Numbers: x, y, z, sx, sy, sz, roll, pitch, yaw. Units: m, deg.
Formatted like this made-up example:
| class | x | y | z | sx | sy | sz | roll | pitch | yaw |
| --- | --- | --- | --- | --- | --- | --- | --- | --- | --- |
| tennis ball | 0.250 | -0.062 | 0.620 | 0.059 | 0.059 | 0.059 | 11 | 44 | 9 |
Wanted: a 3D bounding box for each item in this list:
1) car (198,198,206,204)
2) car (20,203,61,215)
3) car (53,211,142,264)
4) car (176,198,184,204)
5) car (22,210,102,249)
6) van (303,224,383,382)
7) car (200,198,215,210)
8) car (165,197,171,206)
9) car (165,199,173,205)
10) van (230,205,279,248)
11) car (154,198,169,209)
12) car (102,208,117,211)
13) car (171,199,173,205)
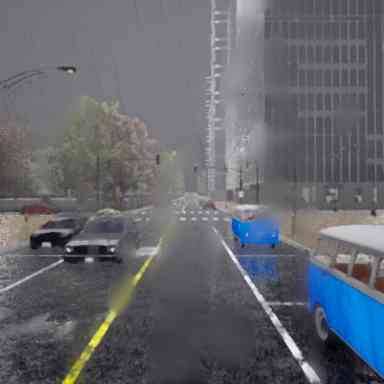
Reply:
| class | x | y | z | sx | sy | sz | roll | pitch | yaw |
| --- | --- | --- | --- | --- | --- | --- | --- | --- | --- |
| car | 2.732 | 2.379 | 87.562 | 1.967 | 1.590 | 4.097 | 0 | -1 | 0 |
| car | -16.862 | 1.900 | 37.099 | 4.181 | 1.385 | 1.994 | 0 | -1 | 1 |
| car | -3.089 | 1.692 | 12.679 | 2.033 | 1.411 | 5.357 | 0 | -1 | 0 |
| car | -2.964 | 2.333 | 84.688 | 2.128 | 1.511 | 4.902 | 0 | -1 | 0 |
| car | -5.762 | 1.739 | 15.355 | 1.947 | 1.339 | 4.313 | 0 | -1 | 0 |
| van | 2.695 | 1.390 | 3.959 | 1.690 | 1.788 | 3.998 | 0 | -1 | 0 |
| car | 2.717 | 2.023 | 53.478 | 1.967 | 1.590 | 4.097 | 0 | -1 | 0 |
| car | -5.660 | 2.255 | 64.840 | 2.008 | 1.369 | 4.403 | 0 | -1 | 0 |
| car | -5.652 | 2.464 | 81.887 | 1.802 | 1.307 | 4.206 | 0 | -1 | 0 |
| van | 2.782 | 1.515 | 15.356 | 1.690 | 1.788 | 3.998 | 0 | -1 | 0 |
| car | -5.662 | 2.188 | 59.158 | 1.887 | 1.381 | 4.507 | 0 | -1 | 0 |
| car | -5.807 | 1.776 | 22.590 | 1.752 | 1.417 | 4.829 | 0 | -1 | 0 |
| car | -5.654 | 2.139 | 76.208 | 2.192 | 1.841 | 5.009 | 0 | -1 | 0 |
